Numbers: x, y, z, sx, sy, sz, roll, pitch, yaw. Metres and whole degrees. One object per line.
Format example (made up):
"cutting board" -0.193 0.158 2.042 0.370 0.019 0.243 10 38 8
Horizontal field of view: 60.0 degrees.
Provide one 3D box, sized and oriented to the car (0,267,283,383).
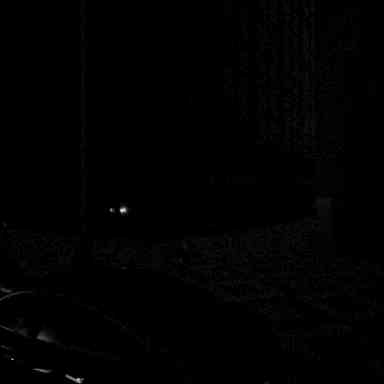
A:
"car" -1.175 1.549 3.691 4.313 1.339 1.947 0 0 35
